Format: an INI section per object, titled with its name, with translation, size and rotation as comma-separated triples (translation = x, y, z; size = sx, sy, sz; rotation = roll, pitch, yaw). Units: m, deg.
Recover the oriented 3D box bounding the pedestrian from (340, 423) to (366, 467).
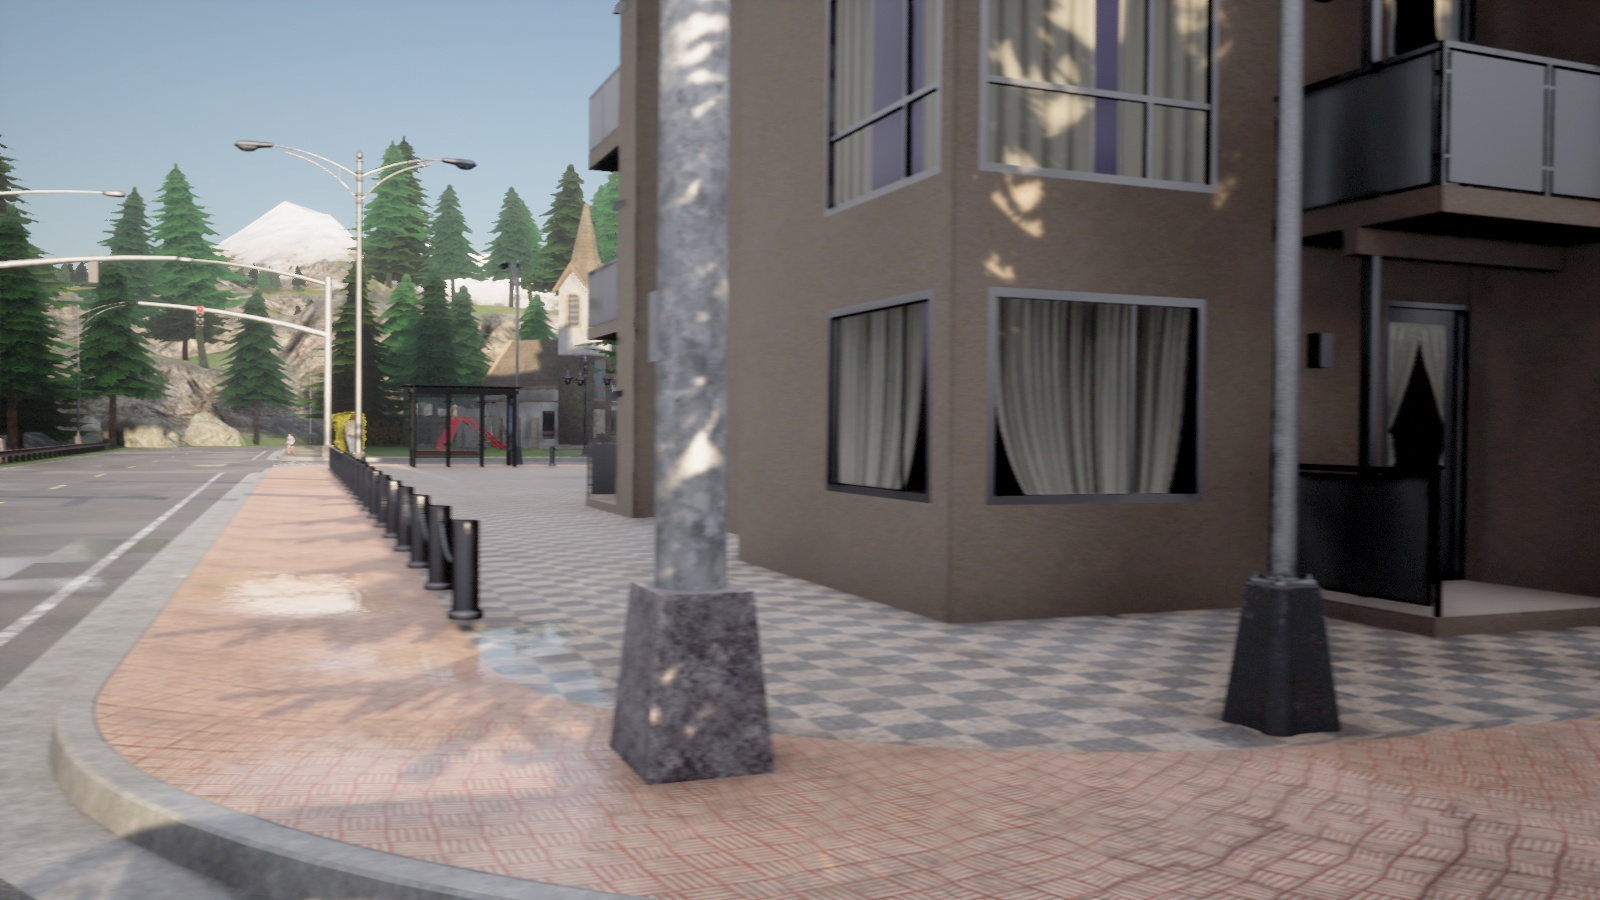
[pedestrian]
translation = -19.226, -0.216, 54.049
size = 0.874, 1.855, 0.900
rotation = -1, 1, -8
